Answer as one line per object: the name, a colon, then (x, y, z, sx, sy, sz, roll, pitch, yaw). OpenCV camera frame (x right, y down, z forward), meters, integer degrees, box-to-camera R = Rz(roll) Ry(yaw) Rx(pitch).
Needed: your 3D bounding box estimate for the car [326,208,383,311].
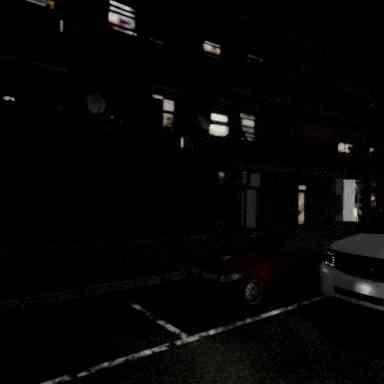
car: (5.055, 1.215, 6.924, 5.566, 2.045, 2.150, 0, 0, -35)

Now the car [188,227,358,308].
car: (1.873, 1.577, 7.881, 4.206, 1.307, 1.802, 0, 1, -35)
